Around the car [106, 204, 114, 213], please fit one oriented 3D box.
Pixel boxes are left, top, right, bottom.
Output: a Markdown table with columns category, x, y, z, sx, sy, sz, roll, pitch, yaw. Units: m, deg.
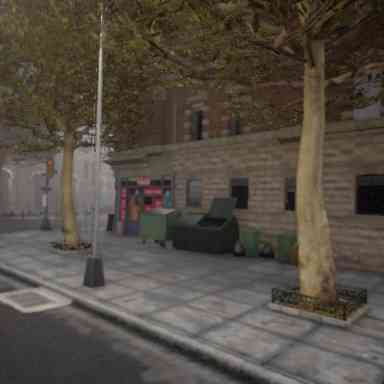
| category | x | y | z | sx | sy | sz | roll | pitch | yaw |
| --- | --- | --- | --- | --- | --- | --- | --- | --- | --- |
| car | -9.118 | 2.485 | 46.502 | 1.812 | 1.442 | 4.674 | 0 | -2 | 42 |

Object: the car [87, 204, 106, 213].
| category | x | y | z | sx | sy | sz | roll | pitch | yaw |
| --- | --- | --- | --- | --- | --- | --- | --- | --- | --- |
| car | -13.734 | 2.554 | 51.342 | 1.895 | 1.301 | 4.718 | 0 | -2 | 42 |
